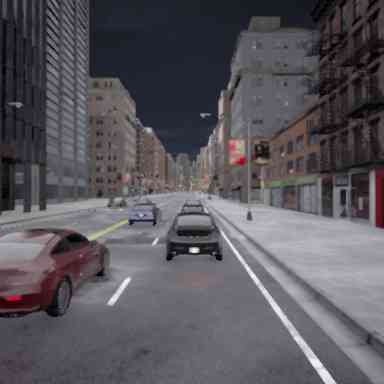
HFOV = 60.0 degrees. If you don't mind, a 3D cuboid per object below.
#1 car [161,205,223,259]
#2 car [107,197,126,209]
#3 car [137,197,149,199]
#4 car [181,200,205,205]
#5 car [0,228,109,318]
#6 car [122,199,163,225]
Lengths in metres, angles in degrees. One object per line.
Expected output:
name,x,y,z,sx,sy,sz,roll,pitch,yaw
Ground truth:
car,0.079,1.480,12.403,1.837,1.490,4.892,0,0,0
car,-9.845,1.412,44.076,1.812,1.442,4.674,0,0,0
car,-6.594,1.376,44.608,2.128,1.511,4.902,0,0,0
car,0.075,1.425,28.376,2.128,1.511,4.902,0,0,0
car,-3.197,1.511,7.284,1.812,1.442,4.674,0,0,0
car,-3.191,1.494,23.397,2.033,1.411,5.357,0,0,0
